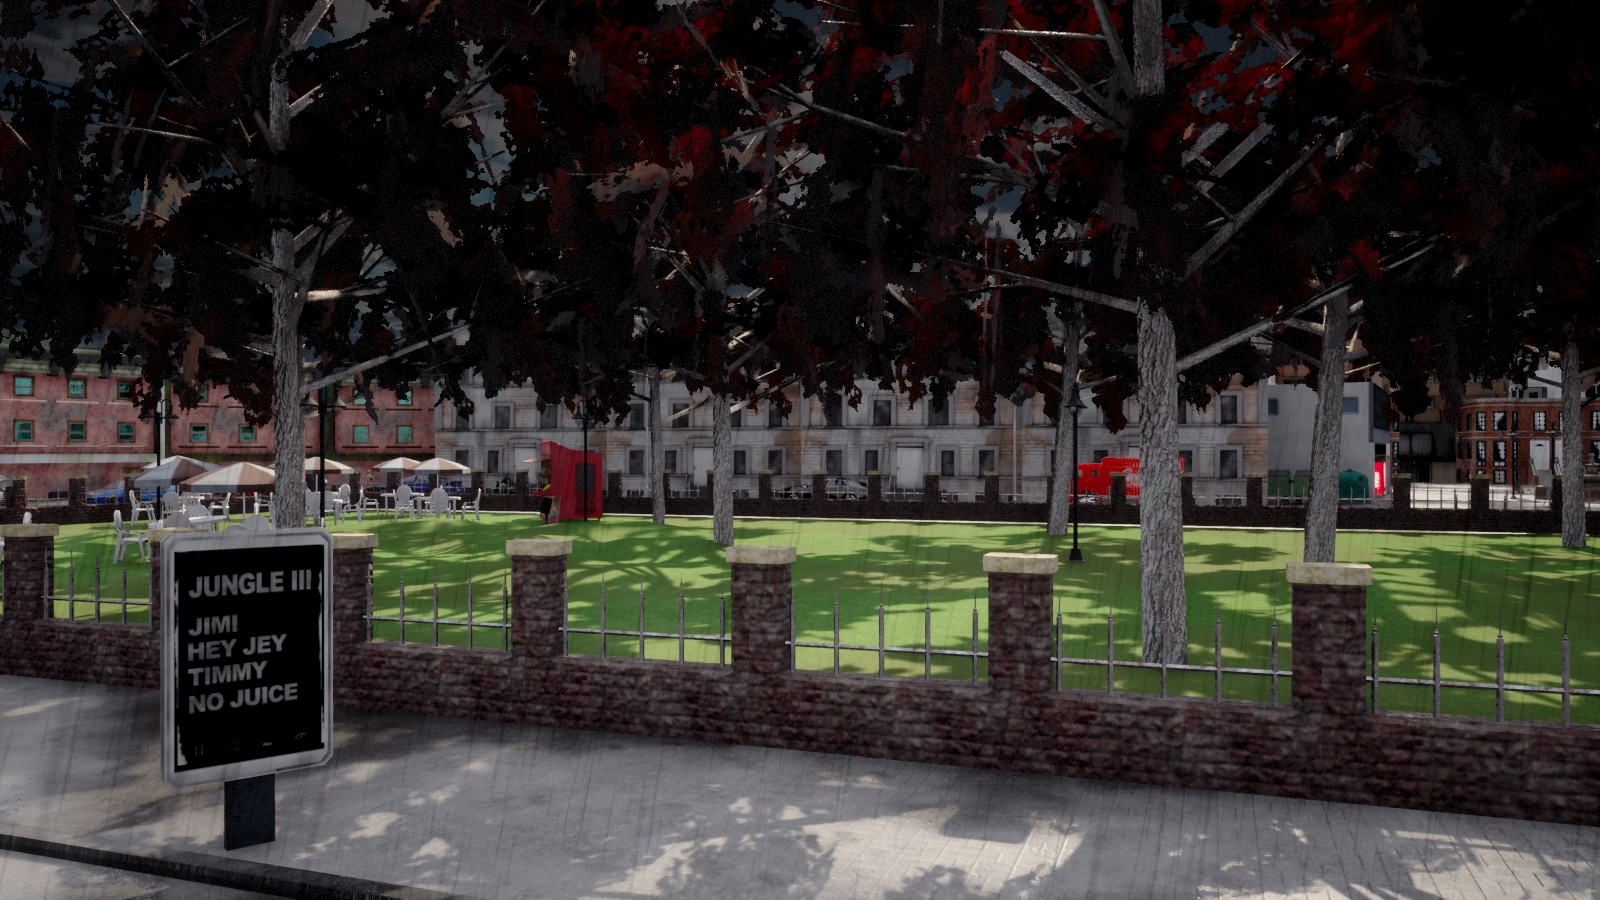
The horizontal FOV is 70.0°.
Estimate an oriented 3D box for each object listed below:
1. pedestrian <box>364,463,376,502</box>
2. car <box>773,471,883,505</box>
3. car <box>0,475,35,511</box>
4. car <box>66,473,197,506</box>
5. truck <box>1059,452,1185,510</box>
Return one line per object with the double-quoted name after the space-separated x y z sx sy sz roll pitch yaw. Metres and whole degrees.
-20.480 1.539 54.388 0.375 1.860 0.375 0 0 20 "pedestrian"
1.372 1.835 55.745 4.902 1.511 2.128 0 0 20 "car"
-35.610 1.863 48.448 2.231 1.480 4.892 0 0 20 "car"
-32.756 1.907 56.178 2.033 1.411 5.357 0 0 25 "car"
14.401 1.348 51.024 5.204 2.467 2.627 0 0 20 "truck"
